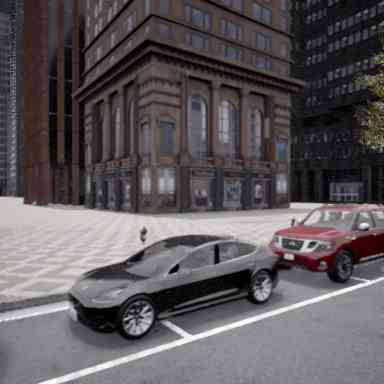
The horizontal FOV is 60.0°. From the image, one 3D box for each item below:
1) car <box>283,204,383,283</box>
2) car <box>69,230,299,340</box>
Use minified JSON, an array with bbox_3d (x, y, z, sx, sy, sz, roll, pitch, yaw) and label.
[{"bbox_3d":[4.508,1.315,9.860,5.009,1.841,2.192,0,0,-35],"label":"car"},{"bbox_3d":[-0.115,1.566,6.565,4.313,1.339,1.947,0,0,-35],"label":"car"}]
